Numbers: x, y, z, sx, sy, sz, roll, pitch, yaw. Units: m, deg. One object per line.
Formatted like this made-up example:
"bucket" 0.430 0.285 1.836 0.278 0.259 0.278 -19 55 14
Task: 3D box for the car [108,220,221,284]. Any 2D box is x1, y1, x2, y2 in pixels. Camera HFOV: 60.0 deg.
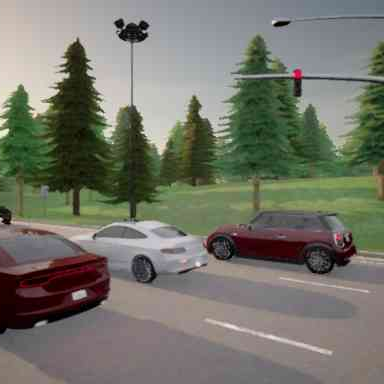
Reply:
"car" -1.725 1.522 9.524 4.674 1.442 1.812 0 0 36

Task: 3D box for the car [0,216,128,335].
"car" -3.795 1.474 6.700 5.008 1.535 1.882 0 0 36

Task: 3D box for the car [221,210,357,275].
"car" 2.691 1.350 10.673 4.553 1.767 2.097 0 0 36

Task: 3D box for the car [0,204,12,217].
"car" -14.178 1.493 22.709 4.892 1.490 1.837 0 0 36
